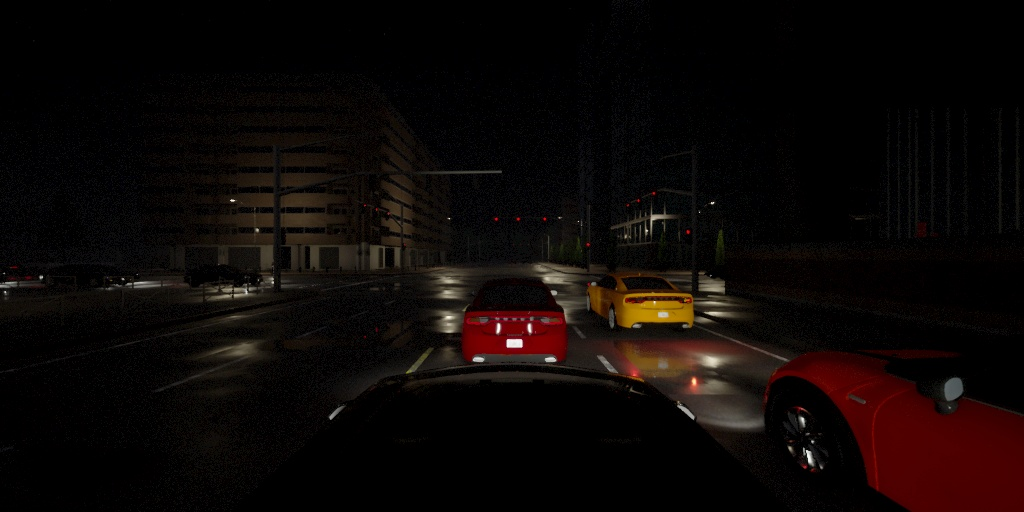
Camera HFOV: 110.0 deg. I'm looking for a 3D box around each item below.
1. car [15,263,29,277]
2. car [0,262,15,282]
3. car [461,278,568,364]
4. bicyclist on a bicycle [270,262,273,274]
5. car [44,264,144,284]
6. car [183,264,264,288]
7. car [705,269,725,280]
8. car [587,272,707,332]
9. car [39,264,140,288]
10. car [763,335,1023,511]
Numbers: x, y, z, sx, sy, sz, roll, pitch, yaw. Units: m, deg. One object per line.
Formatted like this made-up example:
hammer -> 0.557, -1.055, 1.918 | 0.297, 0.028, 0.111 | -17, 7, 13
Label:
car -> -50.344, 1.308, 34.938 | 4.902, 1.511, 2.128 | 0, 0, 1
car -> -42.247, 1.339, 27.772 | 4.674, 1.442, 1.812 | 0, 0, 0
car -> 0.060, 1.230, 8.139 | 1.882, 1.535, 5.008 | 0, 0, 0
bicyclist on a bicycle -> -25.533, 1.118, 38.673 | 0.582, 1.620, 1.656 | 0, 0, 0
car -> -32.188, 1.361, 27.717 | 5.357, 1.411, 2.033 | 0, 0, 0
car -> -19.427, 1.338, 24.186 | 4.674, 1.442, 1.812 | 0, 0, 0
car -> 19.525, 1.416, 31.216 | 4.718, 1.301, 1.895 | 0, 0, 0
car -> 3.578, 1.231, 10.913 | 1.882, 1.535, 5.008 | 0, 0, 0
car -> -28.667, 1.317, 24.202 | 4.892, 1.490, 1.837 | 0, 0, 0
car -> 3.600, 1.102, 1.767 | 2.097, 1.767, 4.553 | 0, 0, 0
